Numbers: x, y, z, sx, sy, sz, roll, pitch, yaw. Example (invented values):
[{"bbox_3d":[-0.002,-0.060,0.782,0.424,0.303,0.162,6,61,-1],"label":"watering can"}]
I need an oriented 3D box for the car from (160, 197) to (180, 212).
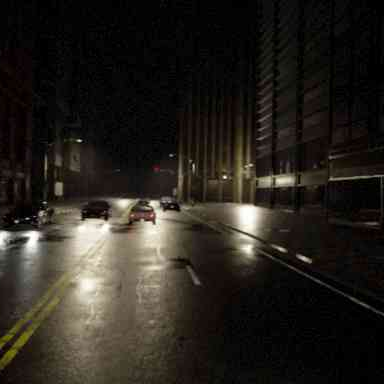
[{"bbox_3d":[-2.470,1.628,39.605,1.994,1.385,4.181,1,0,-7],"label":"car"}]

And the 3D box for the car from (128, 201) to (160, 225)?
[{"bbox_3d":[-3.618,1.609,24.421,1.895,1.301,4.718,1,0,-8],"label":"car"}]

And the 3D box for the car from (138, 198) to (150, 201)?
[{"bbox_3d":[-6.565,1.511,45.514,2.033,1.411,5.357,1,0,-8],"label":"car"}]

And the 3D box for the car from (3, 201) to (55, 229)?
[{"bbox_3d":[-9.815,1.347,20.390,1.837,1.490,4.892,1,0,-8],"label":"car"}]

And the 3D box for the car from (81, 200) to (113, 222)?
[{"bbox_3d":[-7.302,1.397,25.896,1.882,1.535,5.008,1,0,-8],"label":"car"}]
